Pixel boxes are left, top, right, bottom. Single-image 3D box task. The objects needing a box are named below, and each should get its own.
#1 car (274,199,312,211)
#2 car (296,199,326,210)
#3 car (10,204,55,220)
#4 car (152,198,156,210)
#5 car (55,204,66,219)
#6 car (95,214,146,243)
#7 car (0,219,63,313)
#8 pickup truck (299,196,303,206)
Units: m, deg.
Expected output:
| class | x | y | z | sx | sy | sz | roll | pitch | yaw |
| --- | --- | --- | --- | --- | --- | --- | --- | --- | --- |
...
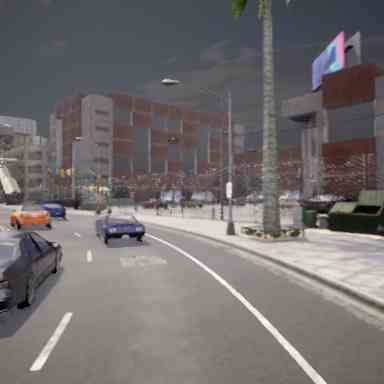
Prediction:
| class | x | y | z | sx | sy | sz | roll | pitch | yaw |
| --- | --- | --- | --- | --- | --- | --- | --- | --- | --- |
| car | 13.983 | 1.740 | 46.128 | 2.002 | 1.452 | 4.674 | 0 | -1 | -42 |
| car | 17.658 | 1.778 | 49.437 | 1.970 | 1.475 | 3.806 | 0 | -1 | -42 |
| car | -11.669 | 1.638 | 23.870 | 2.097 | 1.767 | 4.553 | 0 | -1 | -35 |
| car | -5.697 | 1.742 | 51.004 | 2.185 | 1.767 | 4.553 | 0 | -1 | -42 |
| car | -13.755 | 1.850 | 32.110 | 1.882 | 1.535 | 5.008 | 0 | -1 | -40 |
| car | -3.880 | 1.779 | 17.244 | 1.895 | 1.301 | 4.718 | 0 | -1 | -23 |
| car | -4.431 | 1.647 | 7.885 | 2.033 | 1.411 | 5.357 | 0 | -1 | -12 |
| pickup truck | 12.315 | 1.278 | 30.058 | 6.274 | 2.098 | 2.390 | 0 | -1 | -42 |
